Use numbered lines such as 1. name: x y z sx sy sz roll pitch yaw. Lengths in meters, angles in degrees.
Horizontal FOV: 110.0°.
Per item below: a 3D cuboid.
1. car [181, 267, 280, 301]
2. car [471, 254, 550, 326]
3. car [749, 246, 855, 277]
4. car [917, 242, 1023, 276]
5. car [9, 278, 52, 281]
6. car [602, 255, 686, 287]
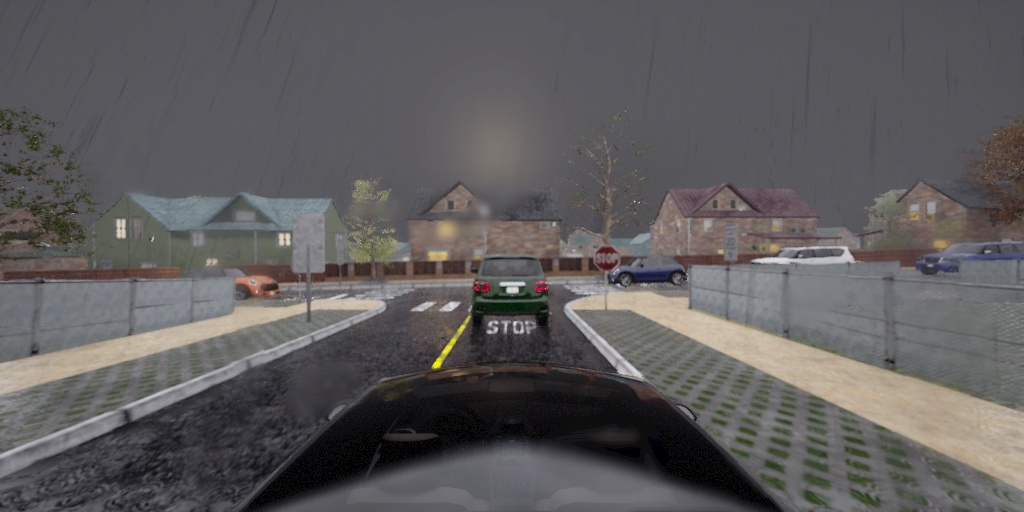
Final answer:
1. car: -14.674 1.400 18.569 4.553 1.767 2.097 -1 1 0
2. car: -0.167 0.958 11.845 2.150 2.045 5.566 0 0 -4
3. car: 17.251 0.467 21.532 5.566 2.045 2.150 -1 1 0
4. car: 27.919 0.216 21.538 5.566 2.045 2.150 -1 1 0
5. car: -24.736 1.850 18.568 4.181 1.385 1.994 -1 1 0
6. car: 7.747 0.825 21.305 4.553 1.767 2.097 -1 1 -3
